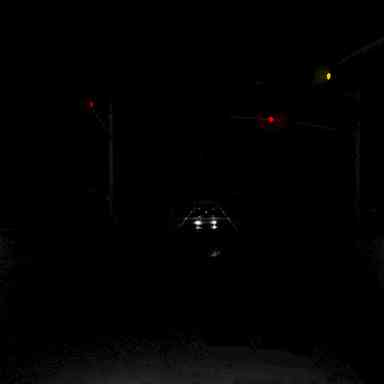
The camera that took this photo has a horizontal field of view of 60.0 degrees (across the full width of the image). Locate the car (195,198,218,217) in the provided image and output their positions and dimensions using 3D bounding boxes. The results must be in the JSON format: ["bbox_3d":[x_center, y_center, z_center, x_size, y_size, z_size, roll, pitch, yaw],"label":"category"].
[{"bbox_3d":[1.349,1.489,31.492,1.812,1.442,4.674,0,0,3],"label":"car"}]

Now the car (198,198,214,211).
[{"bbox_3d":[1.776,1.467,40.647,1.837,1.490,4.892,0,0,3],"label":"car"}]

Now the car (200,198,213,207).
[{"bbox_3d":[2.265,1.562,50.784,1.895,1.301,4.718,0,0,3],"label":"car"}]
